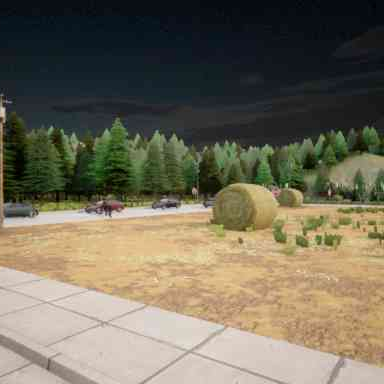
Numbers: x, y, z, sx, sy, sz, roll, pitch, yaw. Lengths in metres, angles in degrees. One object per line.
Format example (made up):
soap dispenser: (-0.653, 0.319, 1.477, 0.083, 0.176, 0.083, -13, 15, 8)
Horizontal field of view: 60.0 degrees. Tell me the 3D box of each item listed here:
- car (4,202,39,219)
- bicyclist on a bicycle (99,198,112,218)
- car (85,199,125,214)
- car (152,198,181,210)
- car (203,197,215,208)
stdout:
car: (-15.367, 1.591, 28.341, 1.994, 1.385, 4.181, 0, 0, 36)
bicyclist on a bicycle: (-7.034, 1.327, 27.028, 1.656, 1.620, 0.582, 0, 0, 36)
car: (-9.454, 1.552, 36.333, 1.812, 1.442, 4.674, 0, 0, 36)
car: (-3.373, 1.552, 44.560, 1.812, 1.442, 4.674, 0, 0, 37)
car: (3.501, 1.518, 47.782, 2.128, 1.511, 4.902, 0, 0, 37)
